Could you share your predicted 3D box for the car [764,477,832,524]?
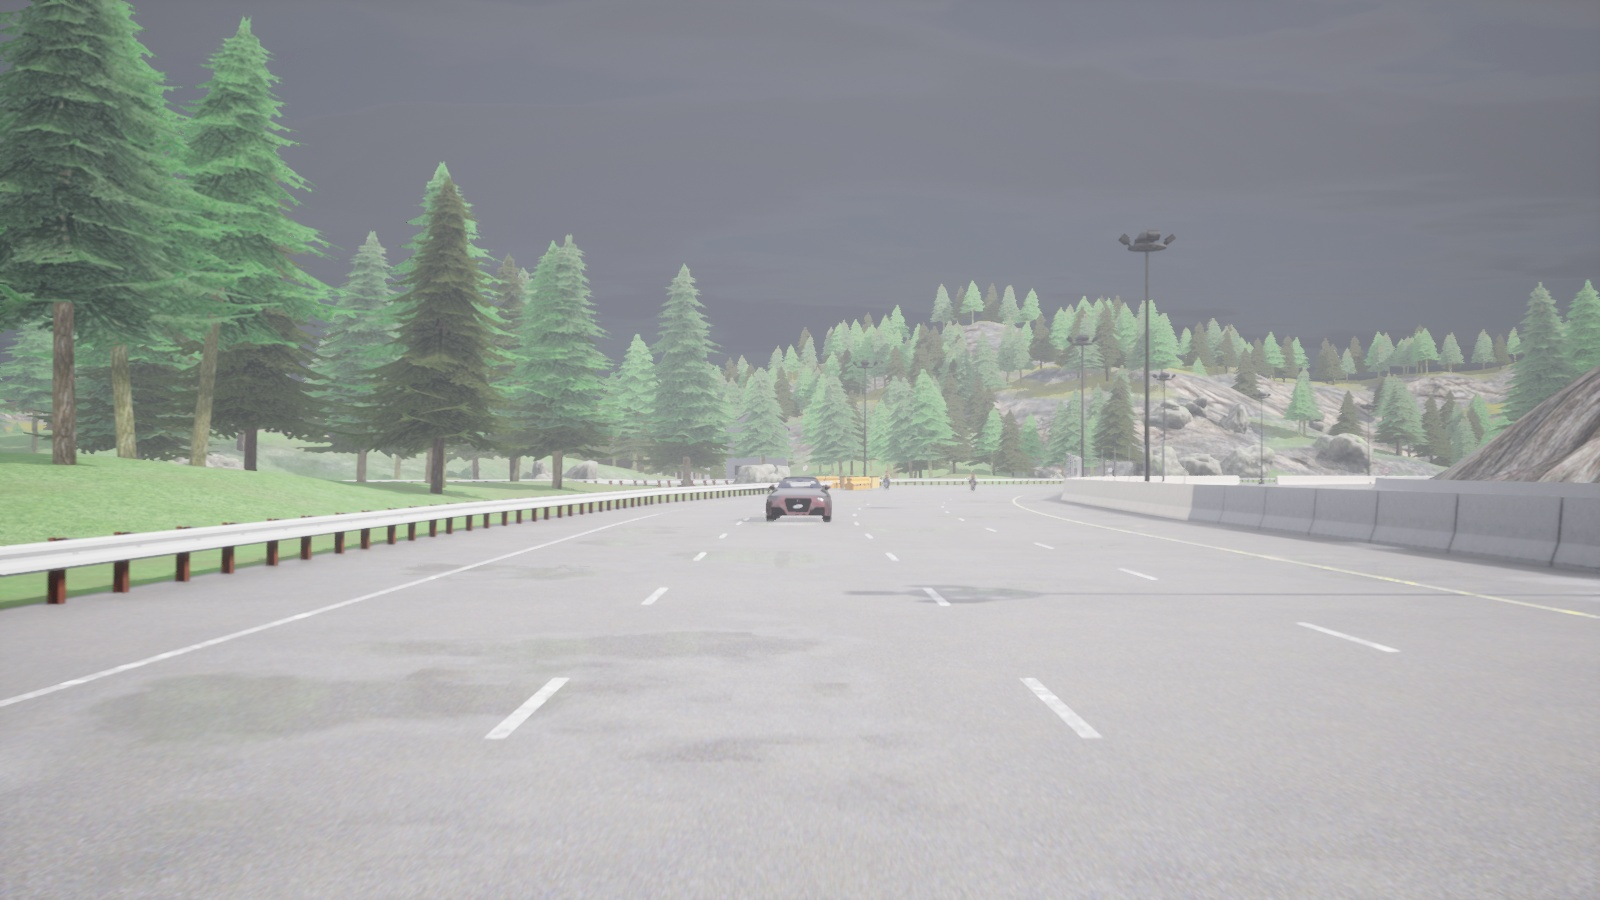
[{"bbox_3d":[-0.002,1.536,39.288,1.994,1.385,4.181,0,-1,2],"label":"car"}]
